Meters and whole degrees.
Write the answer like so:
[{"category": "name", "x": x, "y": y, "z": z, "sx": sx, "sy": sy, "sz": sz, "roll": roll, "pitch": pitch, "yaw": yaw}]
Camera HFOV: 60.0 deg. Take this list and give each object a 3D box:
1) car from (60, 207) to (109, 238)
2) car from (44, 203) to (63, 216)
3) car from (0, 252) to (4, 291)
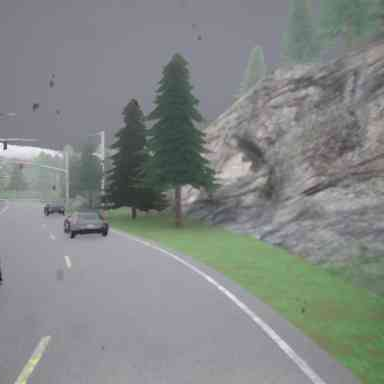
[{"category": "car", "x": -6.018, "y": 1.690, "z": 18.728, "sx": 1.994, "sy": 1.385, "sz": 4.181, "roll": -1, "pitch": 0, "yaw": -26}, {"category": "car", "x": -15.320, "y": 1.888, "z": 36.994, "sx": 1.895, "sy": 1.301, "sz": 4.718, "roll": -1, "pitch": 0, "yaw": -27}, {"category": "car", "x": -4.506, "y": 1.559, "z": 5.157, "sx": 2.128, "sy": 1.511, "sz": 4.902, "roll": 0, "pitch": 0, "yaw": -14}]
